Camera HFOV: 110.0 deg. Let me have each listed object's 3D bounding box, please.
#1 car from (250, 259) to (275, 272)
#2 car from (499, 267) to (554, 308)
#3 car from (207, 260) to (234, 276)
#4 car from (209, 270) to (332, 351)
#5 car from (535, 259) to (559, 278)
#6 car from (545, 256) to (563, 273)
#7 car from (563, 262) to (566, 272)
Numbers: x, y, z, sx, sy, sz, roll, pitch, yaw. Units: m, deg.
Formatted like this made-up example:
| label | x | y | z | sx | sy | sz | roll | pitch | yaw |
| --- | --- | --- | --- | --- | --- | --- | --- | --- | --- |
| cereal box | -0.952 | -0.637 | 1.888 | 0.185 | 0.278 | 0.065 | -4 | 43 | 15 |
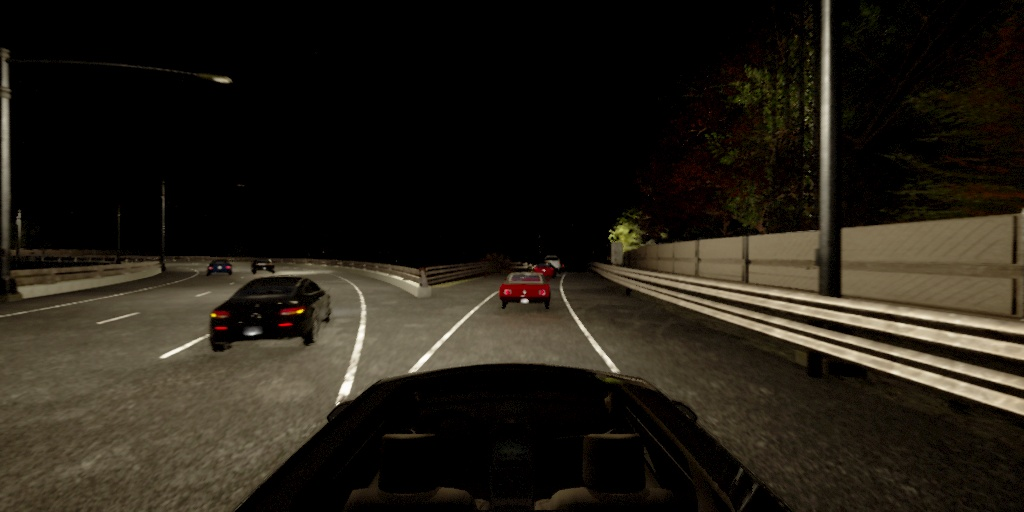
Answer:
| label | x | y | z | sx | sy | sz | roll | pitch | yaw |
| --- | --- | --- | --- | --- | --- | --- | --- | --- | --- |
| car | -26.392 | 1.027 | 37.954 | 2.128 | 1.511 | 4.902 | 0 | 0 | -39 |
| car | 0.621 | 1.315 | 14.984 | 1.895 | 1.301 | 4.718 | 0 | 0 | 4 |
| car | -27.724 | 1.088 | 34.113 | 2.033 | 1.411 | 5.357 | 0 | 0 | -38 |
| car | -5.694 | 1.231 | 8.916 | 1.812 | 1.442 | 4.674 | 0 | 0 | -21 |
| car | 3.065 | 1.241 | 33.137 | 1.994 | 1.385 | 4.181 | 0 | 0 | 9 |
| car | 5.206 | 1.090 | 46.416 | 2.150 | 2.045 | 5.566 | 0 | -2 | 7 |
| car | 7.600 | 1.993 | 60.462 | 2.033 | 1.411 | 5.357 | 0 | -3 | 10 |
